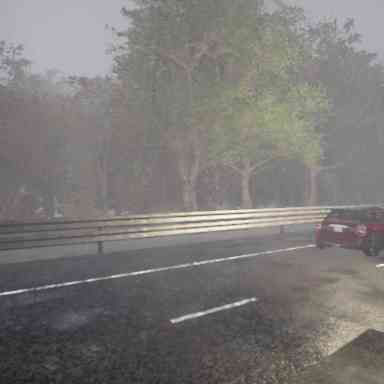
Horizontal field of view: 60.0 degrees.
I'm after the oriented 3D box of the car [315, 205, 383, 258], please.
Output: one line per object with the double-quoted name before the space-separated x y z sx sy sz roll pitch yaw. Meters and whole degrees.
"car" 6.913 1.356 13.070 4.553 1.767 2.097 0 0 -36
